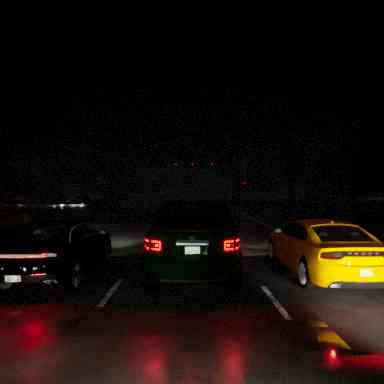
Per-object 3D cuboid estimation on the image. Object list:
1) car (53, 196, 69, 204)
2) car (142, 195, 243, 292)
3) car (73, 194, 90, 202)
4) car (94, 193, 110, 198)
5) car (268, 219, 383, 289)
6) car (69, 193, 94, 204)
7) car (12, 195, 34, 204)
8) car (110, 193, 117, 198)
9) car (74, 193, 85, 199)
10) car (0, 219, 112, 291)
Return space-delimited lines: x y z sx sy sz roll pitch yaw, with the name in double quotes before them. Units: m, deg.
"car" -21.956 1.337 56.492 1.994 1.385 4.181 0 0 -1
"car" -0.011 1.213 9.089 2.150 2.045 5.566 0 0 0
"car" -22.062 1.195 66.796 1.882 1.535 5.008 0 0 -1
"car" -18.566 1.068 67.028 2.097 1.767 4.553 0 0 -1
"car" 3.477 1.469 9.143 1.882 1.535 5.008 0 0 0
"car" -18.453 1.342 55.557 1.994 1.385 4.181 0 0 -1
"car" -28.954 1.247 57.137 1.882 1.535 5.008 0 1 -1
"car" -18.747 1.199 77.529 2.033 1.411 5.357 0 0 -1
"car" -29.813 1.101 88.307 1.837 1.490 4.892 0 0 -7
"car" -3.519 1.483 8.945 2.128 1.511 4.902 0 0 0
